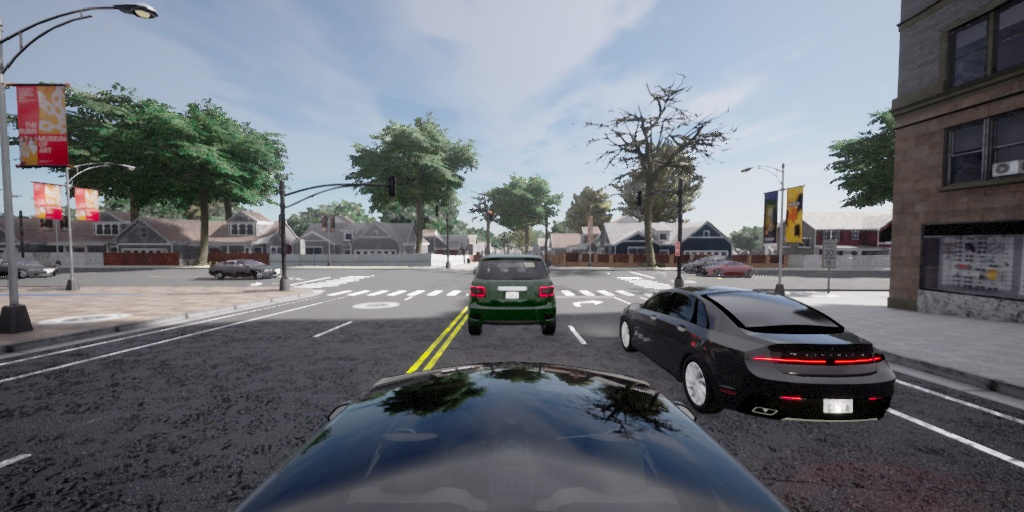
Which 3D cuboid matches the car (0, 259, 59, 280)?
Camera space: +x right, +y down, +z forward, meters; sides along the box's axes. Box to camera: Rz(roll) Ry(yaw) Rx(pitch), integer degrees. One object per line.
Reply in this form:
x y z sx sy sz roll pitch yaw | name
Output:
-38.278 0.983 27.798 4.902 1.511 2.128 0 2 0 | car

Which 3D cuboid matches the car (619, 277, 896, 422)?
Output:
3.259 1.251 6.000 1.837 1.490 4.892 0 0 0 | car

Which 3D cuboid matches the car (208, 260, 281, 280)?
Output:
-20.533 1.029 27.683 4.902 1.511 2.128 0 2 -2 | car

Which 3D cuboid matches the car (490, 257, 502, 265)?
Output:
-2.748 0.859 62.754 1.895 1.301 4.718 0 0 1 | car

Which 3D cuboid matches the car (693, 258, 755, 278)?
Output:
18.449 1.110 30.942 4.181 1.385 1.994 0 2 0 | car

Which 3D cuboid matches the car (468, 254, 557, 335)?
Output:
-0.011 0.966 10.615 2.150 2.045 5.566 0 0 0 | car

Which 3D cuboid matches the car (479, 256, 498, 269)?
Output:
-2.993 0.816 47.433 2.128 1.511 4.902 0 0 1 | car

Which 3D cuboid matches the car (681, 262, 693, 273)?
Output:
18.677 0.912 34.187 4.902 1.511 2.128 0 2 0 | car
